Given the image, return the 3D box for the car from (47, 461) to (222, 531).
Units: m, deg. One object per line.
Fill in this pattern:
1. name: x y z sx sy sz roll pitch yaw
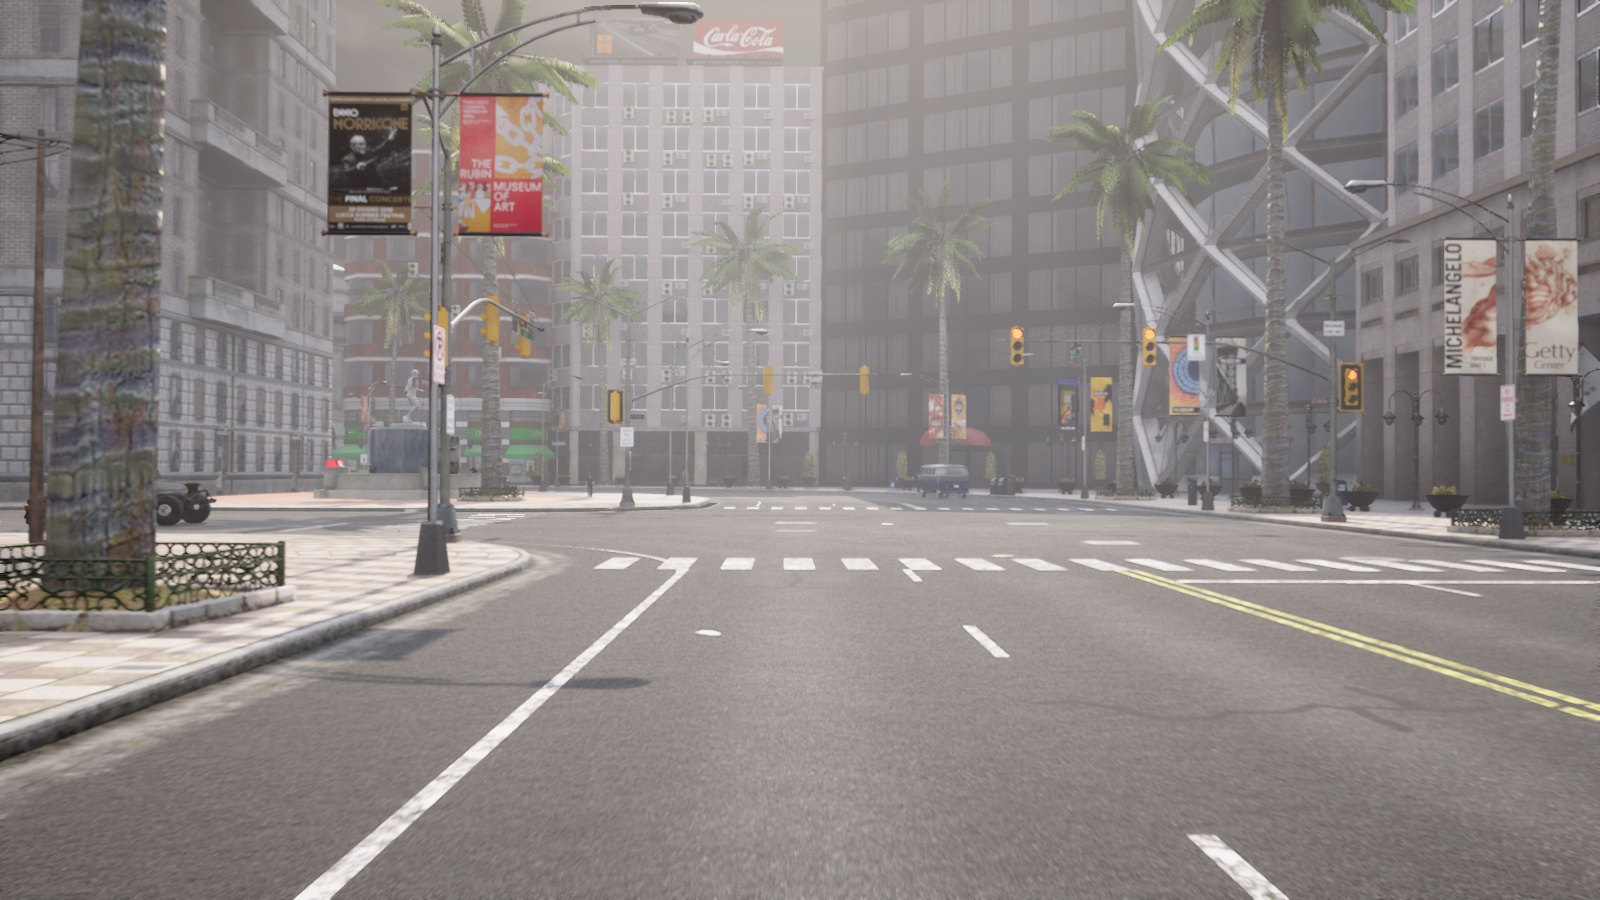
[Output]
1. car: -18.524 1.272 35.060 3.866 1.878 1.905 0 -1 0

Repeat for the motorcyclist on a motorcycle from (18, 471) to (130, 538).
1. motorcyclist on a motorcycle: -18.228 1.366 31.560 2.350 1.649 0.766 0 -1 0

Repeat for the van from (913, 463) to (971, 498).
1. van: 8.234 1.759 73.139 1.775 1.987 4.442 0 -1 -17
